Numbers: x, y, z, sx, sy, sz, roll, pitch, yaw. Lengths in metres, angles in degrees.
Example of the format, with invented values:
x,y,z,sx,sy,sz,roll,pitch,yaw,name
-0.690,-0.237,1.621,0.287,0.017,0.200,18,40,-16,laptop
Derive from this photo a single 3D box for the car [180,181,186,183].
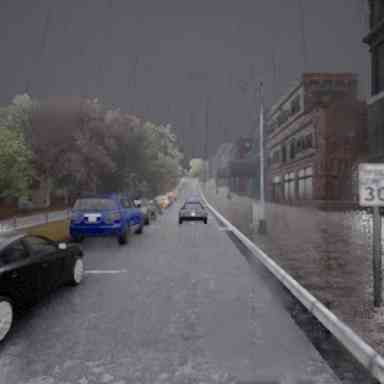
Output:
x,y,z,sx,sy,sz,roll,pitch,yaw,name
-3.747,-1.243,92.563,2.185,1.767,4.553,0,4,2,car

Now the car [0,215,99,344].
x,y,z,sx,sy,sz,roll,pitch,yaw,name
-3.658,1.456,6.305,2.097,1.535,5.008,0,0,2,car

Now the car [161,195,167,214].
x,y,z,sx,sy,sz,roll,pitch,yaw,name
-3.691,1.330,28.516,2.163,1.488,4.792,-1,1,2,car

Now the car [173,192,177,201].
x,y,z,sx,sy,sz,roll,pitch,yaw,name
-3.697,1.141,45.899,2.002,1.452,4.674,0,1,2,car

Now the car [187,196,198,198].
x,y,z,sx,sy,sz,roll,pitch,yaw,name
0.058,1.224,41.355,2.033,1.411,5.357,0,1,0,car

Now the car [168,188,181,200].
x,y,z,sx,sy,sz,roll,pitch,yaw,name
-3.687,0.647,59.152,2.185,1.767,4.553,2,2,2,car

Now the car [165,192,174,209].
x,y,z,sx,sy,sz,roll,pitch,yaw,name
-3.684,1.167,39.762,1.946,1.575,5.366,0,1,2,car

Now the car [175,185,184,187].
x,y,z,sx,sy,sz,roll,pitch,yaw,name
-3.710,-0.004,75.900,2.231,1.521,4.892,1,4,2,car

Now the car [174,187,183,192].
x,y,z,sx,sy,sz,roll,pitch,yaw,name
-3.701,0.291,70.168,1.946,1.575,5.366,1,3,2,car

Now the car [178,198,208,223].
x,y,z,sx,sy,sz,roll,pitch,yaw,name
0.076,1.392,23.547,1.994,1.385,4.181,0,0,0,car

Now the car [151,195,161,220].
x,y,z,sx,sy,sz,roll,pitch,yaw,name
-3.676,1.195,22.910,2.185,1.767,4.553,0,1,2,car

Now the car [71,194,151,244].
x,y,z,sx,sy,sz,roll,pitch,yaw,name
-3.666,1.121,15.256,2.435,2.045,5.566,0,0,2,car

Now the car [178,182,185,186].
x,y,z,sx,sy,sz,roll,pitch,yaw,name
-3.741,-0.858,87.006,2.185,1.767,4.553,0,4,2,car
